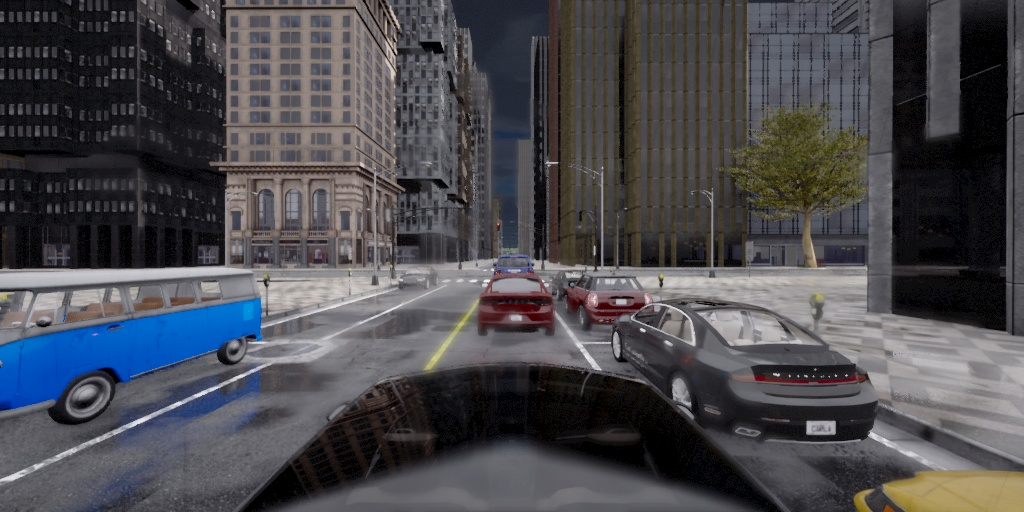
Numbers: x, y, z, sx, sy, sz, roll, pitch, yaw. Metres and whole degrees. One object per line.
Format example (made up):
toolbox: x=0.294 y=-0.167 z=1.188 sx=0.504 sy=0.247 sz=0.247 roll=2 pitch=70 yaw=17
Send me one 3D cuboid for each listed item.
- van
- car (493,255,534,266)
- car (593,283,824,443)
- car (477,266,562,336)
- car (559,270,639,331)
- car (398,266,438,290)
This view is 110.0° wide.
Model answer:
van: x=-5.756 y=1.090 z=5.402 sx=1.690 sy=1.789 sz=3.998 roll=0 pitch=0 yaw=0
car: x=0.105 y=0.966 z=20.301 sx=2.150 sy=2.045 sz=5.566 roll=0 pitch=0 yaw=0
car: x=2.769 y=1.300 z=5.390 sx=2.007 sy=1.370 sz=4.403 roll=0 pitch=0 yaw=0
car: x=0.107 y=1.225 z=10.417 sx=1.882 sy=1.535 sz=5.008 roll=0 pitch=0 yaw=0
car: x=2.778 y=1.187 z=11.031 sx=1.967 sy=1.591 sz=4.097 roll=0 pitch=0 yaw=0
car: x=-5.730 y=1.294 z=22.325 sx=2.007 sy=1.370 sz=4.403 roll=0 pitch=0 yaw=0
